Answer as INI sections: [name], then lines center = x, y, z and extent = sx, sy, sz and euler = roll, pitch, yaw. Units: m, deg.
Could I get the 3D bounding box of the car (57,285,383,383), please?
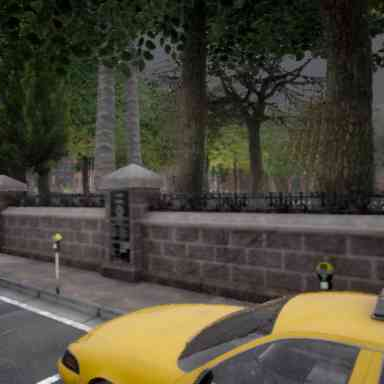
[car]
center = 1.119, 1.461, 2.488
extent = 5.366, 1.575, 1.801
euler = -1, 0, 35
